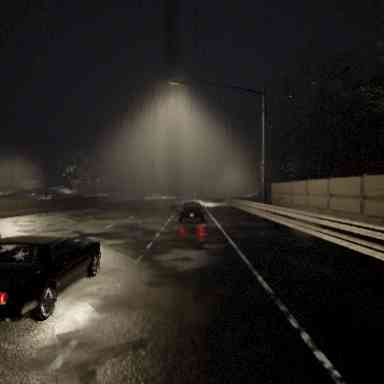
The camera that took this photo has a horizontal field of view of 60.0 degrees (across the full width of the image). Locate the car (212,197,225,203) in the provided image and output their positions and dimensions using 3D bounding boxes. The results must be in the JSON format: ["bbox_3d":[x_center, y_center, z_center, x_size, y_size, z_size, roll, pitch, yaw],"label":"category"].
[{"bbox_3d":[5.839,1.748,71.914,1.994,1.385,4.181,0,-1,20],"label":"car"}]

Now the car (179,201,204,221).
[{"bbox_3d":[-0.010,1.457,25.994,1.812,1.442,4.674,0,0,0],"label":"car"}]

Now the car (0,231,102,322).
[{"bbox_3d":[-3.404,1.578,7.131,1.895,1.301,4.718,0,0,0],"label":"car"}]
